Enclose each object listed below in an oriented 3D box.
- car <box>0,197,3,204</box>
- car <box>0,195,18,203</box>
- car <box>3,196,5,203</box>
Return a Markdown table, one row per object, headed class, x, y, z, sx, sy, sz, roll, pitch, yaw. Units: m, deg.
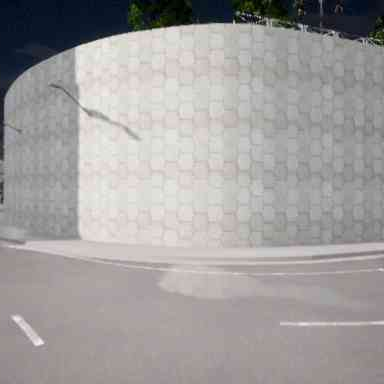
| class | x | y | z | sx | sy | sz | roll | pitch | yaw |
| --- | --- | --- | --- | --- | --- | --- | --- | --- | --- |
| car | -33.621 | 1.379 | 55.597 | 1.812 | 1.442 | 4.674 | 1 | 0 | -16 |
| car | -36.895 | 1.345 | 67.229 | 2.128 | 1.511 | 4.902 | 1 | 0 | -16 |
| car | -30.486 | 1.484 | 57.376 | 1.895 | 1.301 | 4.718 | 1 | 0 | -16 |
